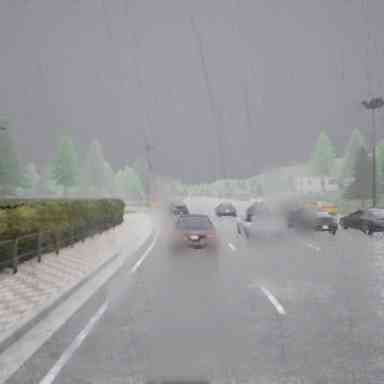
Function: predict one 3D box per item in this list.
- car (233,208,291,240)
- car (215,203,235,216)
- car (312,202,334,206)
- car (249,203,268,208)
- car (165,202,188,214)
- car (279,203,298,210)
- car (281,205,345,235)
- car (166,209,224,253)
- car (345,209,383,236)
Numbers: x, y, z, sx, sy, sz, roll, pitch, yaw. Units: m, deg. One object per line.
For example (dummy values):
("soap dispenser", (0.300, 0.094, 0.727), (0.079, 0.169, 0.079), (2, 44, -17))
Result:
("car", (3.580, 1.769, 17.922), (1.895, 1.301, 4.718), (0, -1, 0))
("car", (3.561, 1.895, 35.466), (1.994, 1.385, 4.181), (0, -1, 0))
("car", (14.061, 1.816, 36.340), (1.882, 1.535, 5.008), (0, -1, 0))
("car", (7.061, 1.894, 35.372), (1.994, 1.385, 4.181), (0, -1, 0))
("car", (-1.590, 1.830, 34.734), (1.837, 1.490, 4.892), (0, -1, -11))
("car", (10.561, 1.893, 35.338), (1.994, 1.385, 4.181), (0, -1, 0))
("car", (7.063, 1.712, 19.925), (1.812, 1.442, 4.674), (0, -1, 0))
("car", (0.082, 1.681, 14.267), (2.033, 1.411, 5.357), (0, -1, 0))
("car", (10.563, 1.710, 19.777), (1.812, 1.442, 4.674), (0, -1, 0))
